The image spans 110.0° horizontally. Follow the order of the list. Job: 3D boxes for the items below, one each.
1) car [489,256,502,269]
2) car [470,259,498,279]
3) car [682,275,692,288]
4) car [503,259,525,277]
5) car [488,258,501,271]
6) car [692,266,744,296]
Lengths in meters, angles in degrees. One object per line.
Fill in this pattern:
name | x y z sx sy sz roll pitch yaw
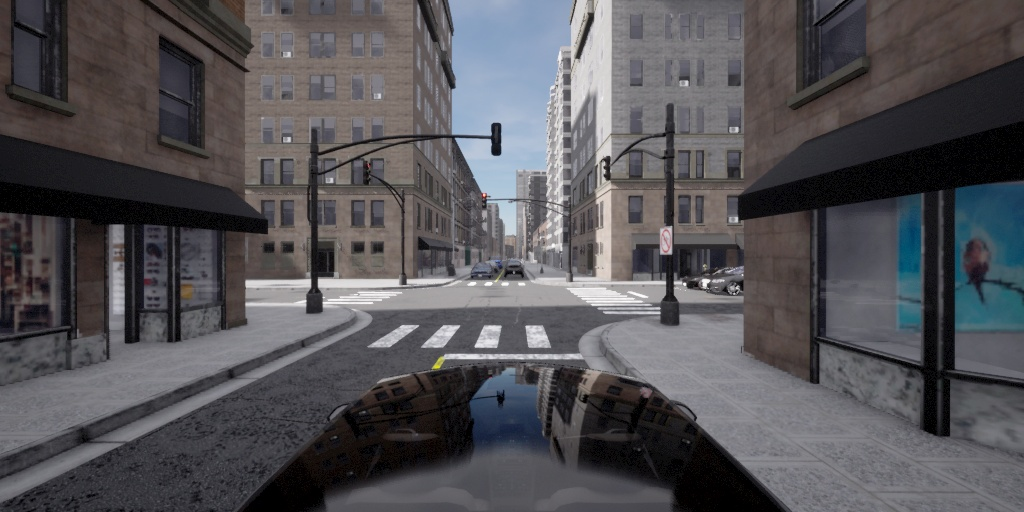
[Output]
car | -2.621 1.003 54.093 2.150 2.045 5.566 0 0 1
car | -2.718 1.305 33.471 2.033 1.411 5.357 0 0 0
car | 12.448 1.313 21.314 4.313 1.339 1.948 0 0 0
car | 0.210 1.263 35.601 1.837 1.490 4.892 0 0 1
car | -2.673 1.293 43.759 1.812 1.442 4.674 0 0 0
car | 12.546 1.247 18.775 4.902 1.511 2.128 0 0 0
